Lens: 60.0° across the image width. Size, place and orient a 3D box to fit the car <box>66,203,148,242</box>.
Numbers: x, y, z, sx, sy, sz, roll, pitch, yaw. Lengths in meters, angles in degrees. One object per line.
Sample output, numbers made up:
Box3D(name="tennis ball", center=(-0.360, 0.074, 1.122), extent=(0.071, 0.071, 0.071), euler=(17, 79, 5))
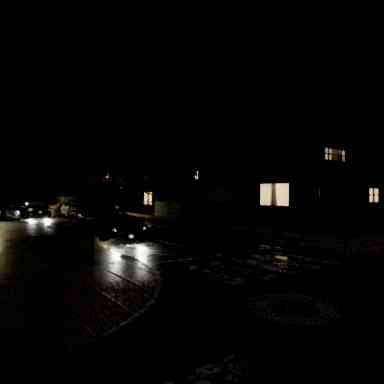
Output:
Box3D(name="car", center=(-4.184, 1.491, 16.275), extent=(2.033, 1.411, 5.357), euler=(1, 0, -37))

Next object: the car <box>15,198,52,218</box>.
Box3D(name="car", center=(-13.439, 1.458, 28.454), extent=(1.994, 1.385, 4.181), euler=(1, 0, -37))

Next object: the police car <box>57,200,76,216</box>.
Box3D(name="police car", center=(-10.224, 1.445, 28.929), extent=(2.038, 1.542, 4.974), euler=(1, 0, -37))

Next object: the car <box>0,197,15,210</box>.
Box3D(name="car", center=(-21.776, 1.357, 39.515), extent=(1.837, 1.490, 4.892), euler=(1, -1, -37))
